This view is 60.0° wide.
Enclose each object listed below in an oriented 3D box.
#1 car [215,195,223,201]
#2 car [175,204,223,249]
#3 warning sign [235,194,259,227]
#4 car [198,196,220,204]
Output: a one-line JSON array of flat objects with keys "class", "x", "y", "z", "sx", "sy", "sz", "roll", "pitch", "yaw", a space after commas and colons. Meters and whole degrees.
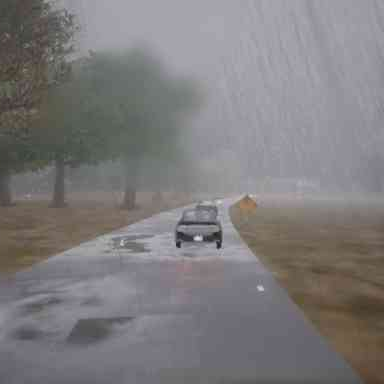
[{"class": "car", "x": 6.011, "y": 1.281, "z": 77.322, "sx": 1.895, "sy": 1.301, "sz": 4.718, "roll": 0, "pitch": 0, "yaw": 13}, {"class": "car", "x": 0.331, "y": 1.484, "z": 14.557, "sx": 2.128, "sy": 1.511, "sz": 4.902, "roll": 0, "pitch": 0, "yaw": 3}, {"class": "warning sign", "x": 3.281, "y": 1.095, "z": 20.039, "sx": 1.300, "sy": 1.860, "sz": 1.060, "roll": 0, "pitch": 1, "yaw": 3}, {"class": "car", "x": 1.323, "y": 1.441, "z": 29.455, "sx": 1.882, "sy": 1.535, "sz": 5.008, "roll": 0, "pitch": 0, "yaw": 5}]
